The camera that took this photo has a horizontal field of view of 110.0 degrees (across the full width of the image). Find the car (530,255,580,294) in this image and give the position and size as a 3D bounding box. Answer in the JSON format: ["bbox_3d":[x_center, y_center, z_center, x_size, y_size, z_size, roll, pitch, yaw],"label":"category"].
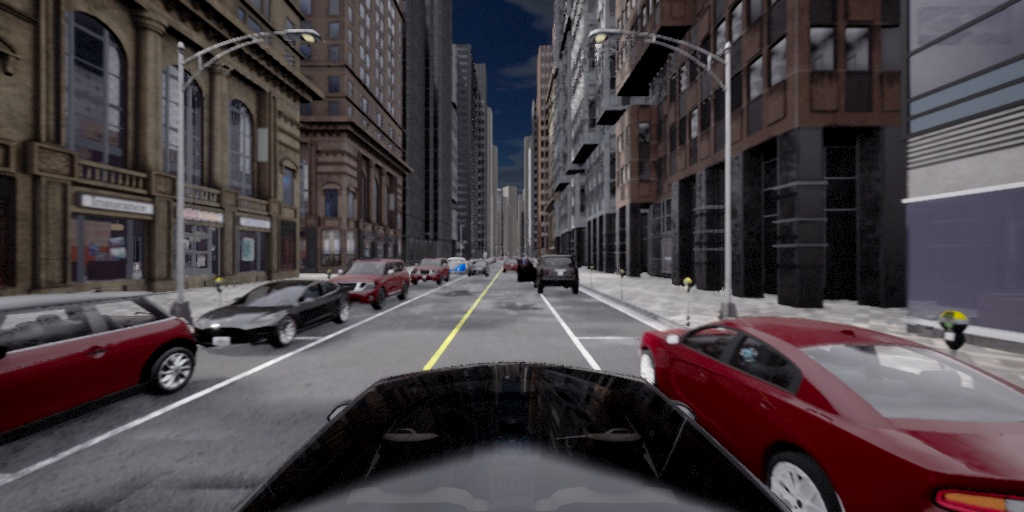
[{"bbox_3d":[2.393,0.954,20.390,2.150,2.045,5.566,0,0,0],"label":"car"}]

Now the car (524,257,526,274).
[{"bbox_3d":[2.758,1.033,48.520,2.192,1.841,5.009,0,0,0],"label":"car"}]

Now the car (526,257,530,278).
[{"bbox_3d":[2.759,1.162,37.316,1.967,1.591,4.097,0,0,0],"label":"car"}]

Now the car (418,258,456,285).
[{"bbox_3d":[-5.765,1.044,26.098,2.192,1.841,5.009,0,0,0],"label":"car"}]

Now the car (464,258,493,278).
[{"bbox_3d":[-3.096,1.231,34.129,1.837,1.490,4.892,0,0,0],"label":"car"}]

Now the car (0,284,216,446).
[{"bbox_3d":[-5.763,1.188,3.691,1.967,1.591,4.097,0,0,0],"label":"car"}]

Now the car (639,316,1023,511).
[{"bbox_3d":[2.763,1.293,3.703,1.888,1.381,4.507,0,0,0],"label":"car"}]

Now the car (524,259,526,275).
[{"bbox_3d":[2.759,1.302,42.918,1.802,1.307,4.207,0,0,0],"label":"car"}]

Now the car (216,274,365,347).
[{"bbox_3d":[-5.763,1.308,9.293,1.948,1.339,4.313,0,0,0],"label":"car"}]

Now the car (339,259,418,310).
[{"bbox_3d":[-5.764,1.052,14.895,2.192,1.841,5.009,0,0,0],"label":"car"}]

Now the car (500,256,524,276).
[{"bbox_3d":[0.028,1.072,43.192,2.097,1.767,4.553,0,0,0],"label":"car"}]

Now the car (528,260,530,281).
[{"bbox_3d":[2.760,1.276,31.713,2.007,1.370,4.403,0,0,0],"label":"car"}]

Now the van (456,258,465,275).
[{"bbox_3d":[-5.766,1.063,37.301,1.690,1.789,3.998,0,0,0],"label":"van"}]
